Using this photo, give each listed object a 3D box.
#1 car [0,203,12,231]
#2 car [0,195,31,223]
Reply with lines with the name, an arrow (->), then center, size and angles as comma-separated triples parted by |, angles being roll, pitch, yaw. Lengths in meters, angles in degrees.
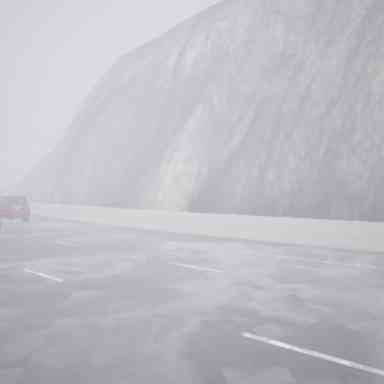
car -> -12.373, 1.513, 18.845 | 4.902, 1.511, 2.128 | 0, 0, 43
car -> -14.216, 1.272, 25.325 | 5.566, 2.045, 2.150 | 0, 0, 45
